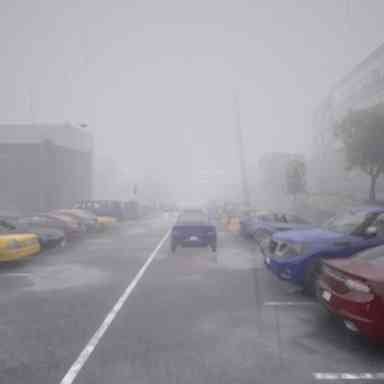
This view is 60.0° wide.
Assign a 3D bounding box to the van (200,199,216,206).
[{"bbox_3d":[4.591,2.958,94.742,4.442,1.987,1.878,0,-1,0],"label":"van"}]

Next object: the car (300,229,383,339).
[{"bbox_3d":[4.653,1.523,5.418,5.008,1.535,2.097,0,-1,0],"label":"car"}]

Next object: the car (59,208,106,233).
[{"bbox_3d":[-7.666,1.811,19.060,4.674,1.452,2.002,0,-1,0],"label":"car"}]

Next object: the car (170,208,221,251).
[{"bbox_3d":[0.085,1.700,15.299,1.882,1.535,5.008,0,-1,0],"label":"car"}]

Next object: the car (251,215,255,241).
[{"bbox_3d":[4.627,1.652,10.945,4.792,1.488,2.163,0,-1,0],"label":"car"}]

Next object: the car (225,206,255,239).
[{"bbox_3d":[4.847,1.776,19.325,5.366,1.575,1.946,0,-1,0],"label":"car"}]

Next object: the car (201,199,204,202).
[{"bbox_3d":[4.713,2.259,58.435,5.566,2.045,2.435,0,-1,0],"label":"car"}]

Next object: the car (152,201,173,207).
[{"bbox_3d":[-7.812,3.066,88.429,5.366,1.575,1.946,0,-1,0],"label":"car"}]

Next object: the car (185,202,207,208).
[{"bbox_3d":[0.099,1.992,30.869,1.882,1.535,5.008,0,-1,0],"label":"car"}]

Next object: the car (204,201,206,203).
[{"bbox_3d":[4.710,2.435,52.844,4.792,1.488,2.163,0,-1,0],"label":"car"}]

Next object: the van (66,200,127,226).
[{"bbox_3d":[-7.780,1.702,27.437,4.442,1.987,1.878,0,-1,0],"label":"van"}]

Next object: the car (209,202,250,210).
[{"bbox_3d":[4.678,2.094,36.084,4.892,1.521,2.231,0,-1,0],"label":"car"}]

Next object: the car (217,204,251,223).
[{"bbox_3d":[4.850,1.881,24.911,5.366,1.575,1.946,0,-1,0],"label":"car"}]

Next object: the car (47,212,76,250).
[{"bbox_3d":[-7.643,1.699,13.605,4.792,1.488,2.163,0,-1,0],"label":"car"}]

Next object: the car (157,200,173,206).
[{"bbox_3d":[-7.592,3.048,94.312,4.553,1.767,2.185,0,-1,0],"label":"car"}]

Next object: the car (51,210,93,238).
[{"bbox_3d":[-7.667,1.762,16.394,4.674,1.452,2.002,0,-1,0],"label":"car"}]

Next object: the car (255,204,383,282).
[{"bbox_3d":[4.627,1.319,8.157,5.566,2.045,2.435,0,-1,0],"label":"car"}]

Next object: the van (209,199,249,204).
[{"bbox_3d":[4.557,1.919,38.881,4.442,1.987,1.878,0,-1,0],"label":"van"}]

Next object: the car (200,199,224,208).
[{"bbox_3d":[4.669,2.625,77.986,5.566,2.045,2.435,0,-1,0],"label":"car"}]

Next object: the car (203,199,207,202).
[{"bbox_3d":[4.653,2.333,55.638,4.553,1.767,2.185,0,-1,0],"label":"car"}]

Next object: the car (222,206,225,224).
[{"bbox_3d":[4.692,1.861,22.118,4.792,1.488,2.163,0,-1,0],"label":"car"}]

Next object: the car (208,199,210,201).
[{"bbox_3d":[4.707,2.124,44.467,4.553,1.767,2.185,0,-1,0],"label":"car"}]

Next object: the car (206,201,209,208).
[{"bbox_3d":[4.670,2.199,41.795,5.008,1.535,2.097,0,-1,0],"label":"car"}]

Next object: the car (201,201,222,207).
[{"bbox_3d":[4.693,2.928,80.775,5.008,1.535,2.097,0,-1,0],"label":"car"}]

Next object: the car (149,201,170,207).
[{"bbox_3d":[-7.661,2.933,79.616,4.792,1.488,2.163,0,-1,0],"label":"car"}]

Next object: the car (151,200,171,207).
[{"bbox_3d":[-7.661,2.833,82.557,4.553,1.767,2.185,0,-1,0],"label":"car"}]

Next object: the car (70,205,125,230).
[{"bbox_3d":[-7.481,1.823,21.977,5.366,1.575,1.946,0,-1,0],"label":"car"}]

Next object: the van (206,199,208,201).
[{"bbox_3d":[4.797,2.128,50.054,4.442,1.987,1.878,0,-1,0],"label":"van"}]

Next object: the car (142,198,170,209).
[{"bbox_3d":[-7.667,2.433,67.871,5.566,2.045,2.435,0,-1,0],"label":"car"}]

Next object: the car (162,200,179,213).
[{"bbox_3d":[-3.046,2.396,50.966,1.837,1.490,4.892,0,-2,0],"label":"car"}]

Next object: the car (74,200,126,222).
[{"bbox_3d":[-7.693,1.624,24.646,5.566,2.045,2.435,0,-1,0],"label":"car"}]

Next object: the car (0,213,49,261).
[{"bbox_3d":[-7.859,1.614,10.814,5.366,1.575,1.946,0,-1,0],"label":"car"}]

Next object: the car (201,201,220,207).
[{"bbox_3d":[4.696,3.036,86.485,4.892,1.521,2.231,0,-1,0],"label":"car"}]
